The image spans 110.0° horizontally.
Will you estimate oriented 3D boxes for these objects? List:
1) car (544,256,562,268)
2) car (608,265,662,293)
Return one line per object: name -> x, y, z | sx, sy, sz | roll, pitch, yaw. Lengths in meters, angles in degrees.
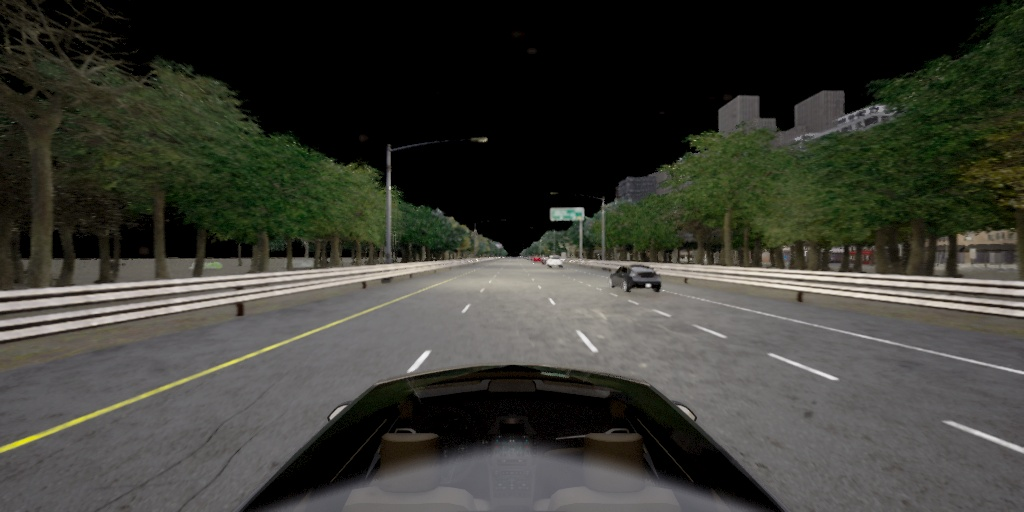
car -> 7.169, 0.970, 60.848 | 2.150, 2.045, 5.566 | 0, 0, 0
car -> 7.015, 1.263, 20.847 | 1.837, 1.490, 4.892 | 0, 0, 0
